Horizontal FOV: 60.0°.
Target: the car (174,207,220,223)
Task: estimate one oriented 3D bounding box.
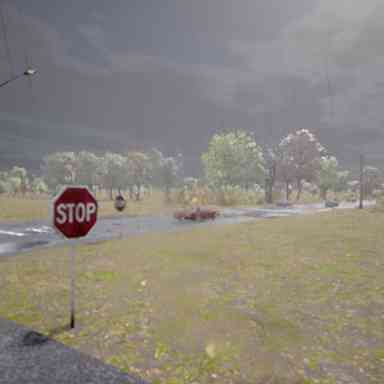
[{"bbox_3d":[0.540,1.959,29.487,1.895,1.301,4.718,1,0,36],"label":"car"}]

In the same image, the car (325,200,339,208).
[{"bbox_3d":[29.053,2.448,68.870,2.128,1.511,4.902,1,0,36],"label":"car"}]

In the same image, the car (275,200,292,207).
[{"bbox_3d":[18.191,2.283,65.803,2.033,1.411,5.357,1,0,36],"label":"car"}]
